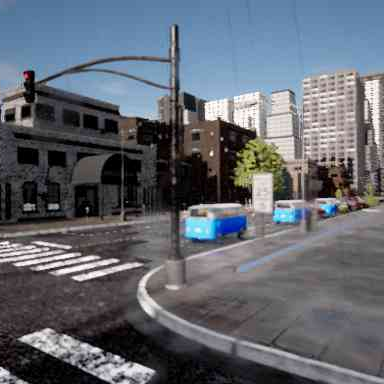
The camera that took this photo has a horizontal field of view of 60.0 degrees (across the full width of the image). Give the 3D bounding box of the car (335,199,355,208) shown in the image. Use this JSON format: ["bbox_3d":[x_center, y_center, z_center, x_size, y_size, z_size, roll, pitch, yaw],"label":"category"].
[{"bbox_3d":[25.966,1.873,56.255,2.033,1.411,5.357,0,-1,36],"label":"car"}]

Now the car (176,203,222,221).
[{"bbox_3d":[0.726,1.766,30.350,1.752,1.417,4.829,-1,0,35],"label":"car"}]

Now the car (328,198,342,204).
[{"bbox_3d":[32.535,2.000,75.692,1.947,1.339,4.313,-1,-1,35],"label":"car"}]

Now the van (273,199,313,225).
[{"bbox_3d":[7.673,1.540,25.664,1.690,1.788,3.998,-1,0,35],"label":"van"}]

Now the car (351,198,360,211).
[{"bbox_3d":[20.358,1.833,43.743,1.947,1.339,4.313,-1,-1,35],"label":"car"}]

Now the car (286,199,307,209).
[{"bbox_3d":[16.680,1.874,53.091,1.887,1.381,4.507,-1,-1,35],"label":"car"}]

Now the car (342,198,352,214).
[{"bbox_3d":[17.285,1.775,39.363,1.752,1.417,4.829,-1,-1,35],"label":"car"}]

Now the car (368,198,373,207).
[{"bbox_3d":[26.700,1.620,52.787,2.192,1.841,5.009,-1,-1,35],"label":"car"}]

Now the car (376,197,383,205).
[{"bbox_3d":[36.215,1.913,66.345,1.887,1.381,4.507,-1,-1,35],"label":"car"}]

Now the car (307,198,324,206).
[{"bbox_3d":[23.022,1.913,62.131,1.887,1.381,4.507,-1,-1,35],"label":"car"}]

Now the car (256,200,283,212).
[{"bbox_3d":[10.337,1.837,44.051,1.887,1.381,4.507,-1,-1,35],"label":"car"}]

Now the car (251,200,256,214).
[{"bbox_3d":[7.166,1.715,39.532,1.967,1.590,4.097,-1,-1,35],"label":"car"}]

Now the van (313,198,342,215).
[{"bbox_3d":[14.015,1.573,34.704,1.690,1.788,3.998,-1,-1,35],"label":"van"}]

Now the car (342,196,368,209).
[{"bbox_3d":[23.529,1.601,48.266,2.192,1.841,5.009,-1,-1,35],"label":"car"}]

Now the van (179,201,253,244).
[{"bbox_3d":[1.330,1.510,16.623,1.690,1.788,3.998,-1,0,35],"label":"van"}]

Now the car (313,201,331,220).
[{"bbox_3d":[10.845,1.759,30.182,1.887,1.381,4.507,-1,-1,35],"label":"car"}]

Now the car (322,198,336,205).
[{"bbox_3d":[29.266,1.936,71.033,1.752,1.417,4.829,-1,-1,35],"label":"car"}]

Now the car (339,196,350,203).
[{"bbox_3d":[38.877,1.920,84.733,1.967,1.590,4.097,-1,-1,35],"label":"car"}]

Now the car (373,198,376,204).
[{"bbox_3d":[29.970,1.852,57.444,1.752,1.417,4.829,-1,-1,35],"label":"car"}]
